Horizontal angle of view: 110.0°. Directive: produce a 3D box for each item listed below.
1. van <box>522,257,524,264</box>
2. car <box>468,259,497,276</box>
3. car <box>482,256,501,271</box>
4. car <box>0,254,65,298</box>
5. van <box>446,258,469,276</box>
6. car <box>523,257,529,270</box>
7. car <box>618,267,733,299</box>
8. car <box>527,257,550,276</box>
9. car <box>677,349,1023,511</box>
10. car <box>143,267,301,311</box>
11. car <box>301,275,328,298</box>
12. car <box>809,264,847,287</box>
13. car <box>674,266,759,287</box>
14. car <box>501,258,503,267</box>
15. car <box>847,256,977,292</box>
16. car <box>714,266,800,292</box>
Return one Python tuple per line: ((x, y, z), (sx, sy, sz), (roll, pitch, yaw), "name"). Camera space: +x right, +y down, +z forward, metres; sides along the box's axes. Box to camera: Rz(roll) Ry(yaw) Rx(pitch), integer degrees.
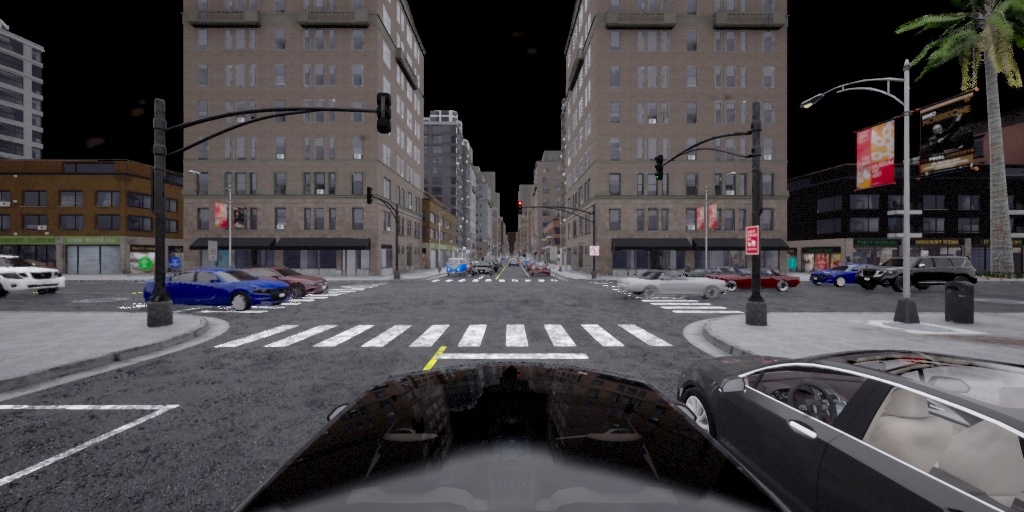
((2.934, 1.093, 59.612), (1.690, 1.789, 3.998), (0, 0, 0), "van")
((-2.945, 1.316, 36.612), (1.994, 1.385, 4.181), (0, 0, 0), "car")
((-2.896, 0.974, 45.920), (2.150, 2.045, 5.566), (0, 0, 0), "car")
((-25.429, 0.934, 17.375), (5.566, 2.045, 2.150), (0, 0, 0), "car")
((-5.701, 1.093, 36.974), (1.690, 1.789, 3.998), (0, 0, 0), "van")
((2.880, 1.193, 48.273), (1.967, 1.591, 4.097), (0, 0, 0), "car")
((7.773, 1.364, 17.534), (4.718, 1.301, 1.895), (0, 0, 0), "car")
((2.825, 1.192, 36.935), (1.967, 1.591, 4.097), (0, 0, 0), "car")
((2.668, 1.300, 2.286), (2.007, 1.370, 4.403), (0, 0, 0), "car")
((-11.231, 1.216, 13.818), (5.008, 1.535, 1.882), (0, 0, 4), "car")
((-11.477, 1.259, 17.435), (4.674, 1.442, 1.812), (0, 0, 0), "car")
((23.058, 1.258, 24.308), (5.008, 1.535, 1.882), (0, 0, 0), "car")
((13.739, 1.365, 24.263), (4.718, 1.301, 1.895), (0, 0, 0), "car")
((-2.847, 1.354, 55.711), (1.895, 1.301, 4.718), (0, 0, 0), "car")
((23.610, 1.007, 21.061), (5.566, 2.045, 2.150), (0, 0, 0), "car")
((13.857, 1.370, 21.014), (4.718, 1.301, 1.895), (0, 0, 0), "car")
